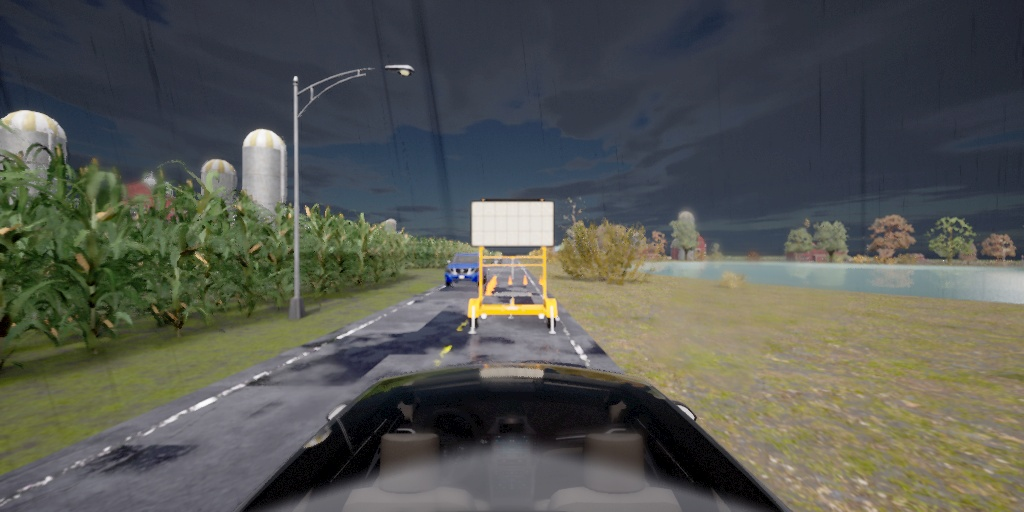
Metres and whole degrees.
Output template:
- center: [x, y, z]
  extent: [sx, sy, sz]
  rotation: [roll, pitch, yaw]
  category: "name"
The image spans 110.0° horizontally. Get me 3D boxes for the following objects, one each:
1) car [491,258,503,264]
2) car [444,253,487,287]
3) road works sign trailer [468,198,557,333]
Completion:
- center: [-2.661, 0.825, 63.653]
  extent: [2.128, 1.511, 4.902]
  rotation: [0, 0, 1]
  category: "car"
- center: [-2.802, 0.812, 22.824]
  extent: [2.150, 2.045, 5.566]
  rotation: [0, 0, 0]
  category: "car"
- center: [0.022, 0.144, 10.417]
  extent: [2.380, 3.560, 2.880]
  rotation: [0, 0, 0]
  category: "road works sign trailer"
